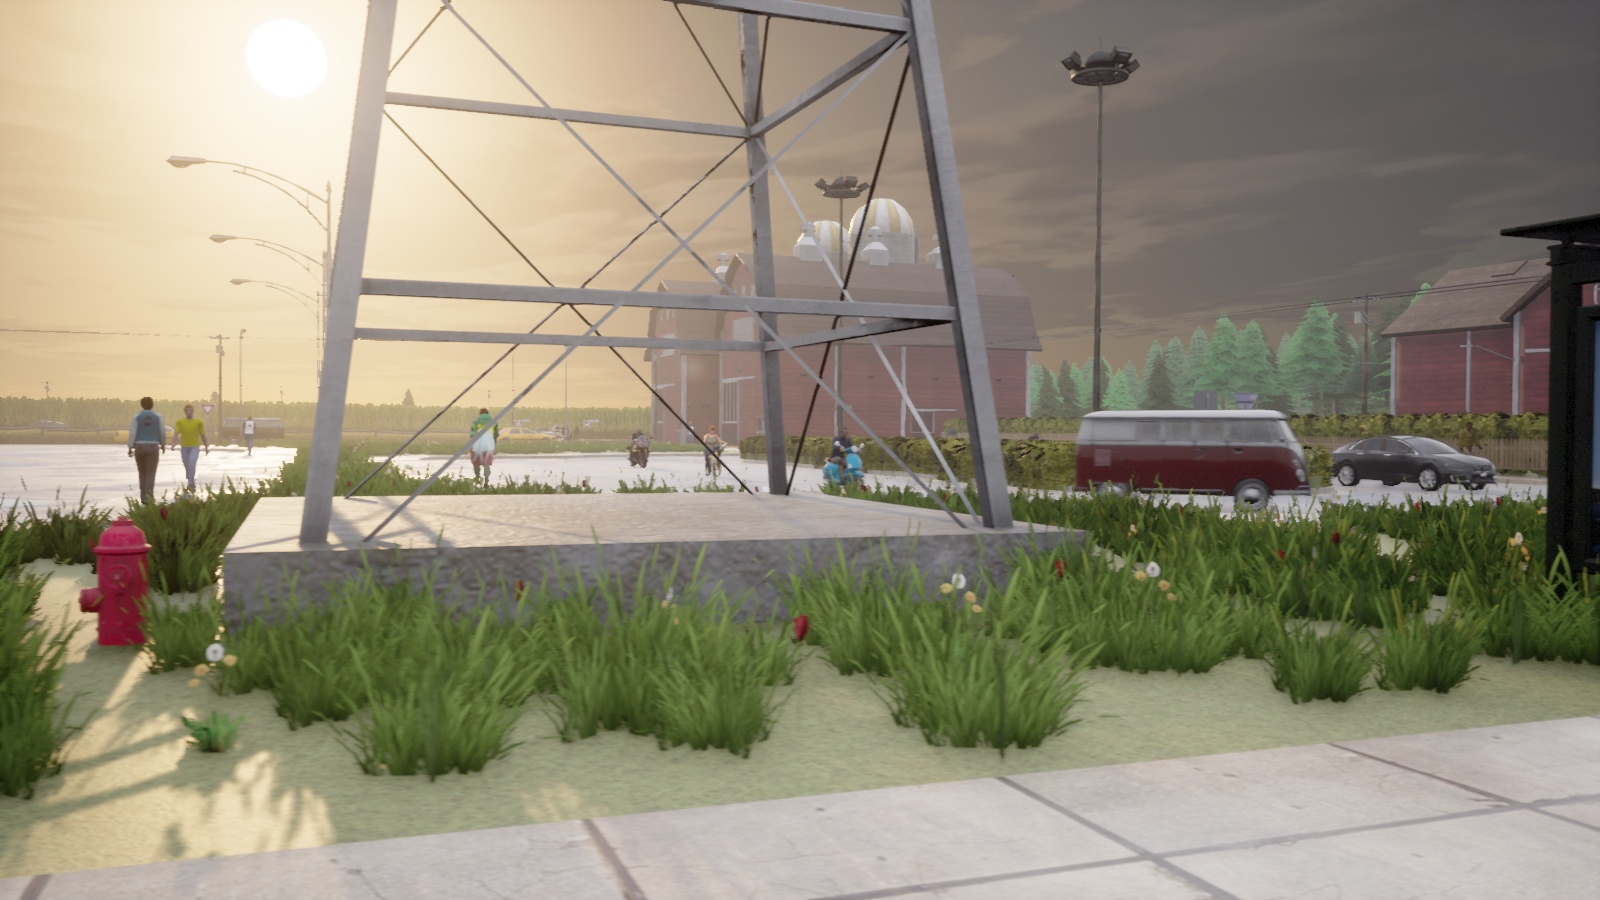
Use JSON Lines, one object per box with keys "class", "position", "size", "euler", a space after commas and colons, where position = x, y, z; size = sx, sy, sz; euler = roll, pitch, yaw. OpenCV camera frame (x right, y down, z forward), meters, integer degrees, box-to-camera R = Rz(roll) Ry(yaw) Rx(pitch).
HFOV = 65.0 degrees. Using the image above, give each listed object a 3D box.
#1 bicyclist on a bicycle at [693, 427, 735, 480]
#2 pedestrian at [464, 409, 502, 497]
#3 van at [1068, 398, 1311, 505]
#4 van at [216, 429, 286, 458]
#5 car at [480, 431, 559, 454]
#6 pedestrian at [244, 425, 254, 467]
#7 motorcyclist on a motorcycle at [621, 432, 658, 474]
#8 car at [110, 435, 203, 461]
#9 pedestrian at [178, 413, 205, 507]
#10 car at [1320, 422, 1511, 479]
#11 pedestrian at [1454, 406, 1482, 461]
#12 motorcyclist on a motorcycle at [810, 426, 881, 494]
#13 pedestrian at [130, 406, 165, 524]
{"class": "bicyclist on a bicycle", "position": [-2.690, 0.103, 39.131], "size": [0.866, 1.612, 1.509], "euler": [-1, 1, -21]}
{"class": "pedestrian", "position": [-7.126, 0.060, 28.205], "size": [0.659, 1.952, 0.873], "euler": [-1, 1, -25]}
{"class": "van", "position": [7.712, 0.030, 24.897], "size": [4.442, 1.987, 1.775], "euler": [0, 1, 21]}
{"class": "van", "position": [-38.863, -0.470, 89.028], "size": [4.442, 1.987, 1.775], "euler": [-1, 1, -21]}
{"class": "car", "position": [-20.648, -0.579, 92.554], "size": [5.366, 1.575, 1.801], "euler": [-1, 1, -27]}
{"class": "pedestrian", "position": [-24.329, -0.182, 55.494], "size": [0.354, 1.836, 0.706], "euler": [-1, 1, -23]}
{"class": "motorcyclist on a motorcycle", "position": [-6.143, 0.097, 47.881], "size": [0.866, 1.530, 2.191], "euler": [-1, 1, -22]}
{"class": "car", "position": [-42.852, -0.143, 83.755], "size": [5.366, 1.575, 1.801], "euler": [-1, 1, -21]}
{"class": "pedestrian", "position": [-12.080, 0.182, 24.925], "size": [0.354, 1.836, 0.706], "euler": [-1, 1, -17]}
{"class": "car", "position": [17.248, -0.019, 35.469], "size": [1.837, 1.490, 4.892], "euler": [-1, 1, -21]}
{"class": "pedestrian", "position": [22.567, -0.554, 42.413], "size": [0.431, 1.840, 0.709], "euler": [-1, 1, -22]}
{"class": "motorcyclist on a motorcycle", "position": [1.077, 0.224, 30.168], "size": [0.866, 1.590, 1.817], "euler": [0, 0, -30]}
{"class": "pedestrian", "position": [-10.829, 0.235, 20.858], "size": [0.396, 1.930, 0.692], "euler": [-1, 1, -21]}
